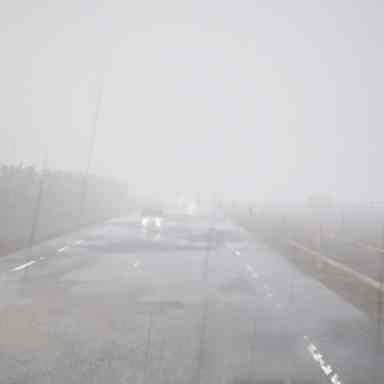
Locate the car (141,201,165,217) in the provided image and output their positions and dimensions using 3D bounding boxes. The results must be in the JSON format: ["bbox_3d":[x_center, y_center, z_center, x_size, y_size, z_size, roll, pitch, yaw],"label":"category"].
[{"bbox_3d":[-3.602,1.577,31.253,1.994,1.385,4.181,0,0,0],"label":"car"}]

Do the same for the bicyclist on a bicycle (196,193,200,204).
[{"bbox_3d":[0.934,1.057,54.370,0.659,1.776,1.843,0,1,0],"label":"bicyclist on a bicycle"}]

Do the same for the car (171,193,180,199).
[{"bbox_3d":[-3.540,0.768,71.644,1.895,1.301,4.718,0,1,0],"label":"car"}]

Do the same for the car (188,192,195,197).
[{"bbox_3d":[-0.052,0.635,94.312,1.837,1.490,4.892,0,1,0],"label":"car"}]

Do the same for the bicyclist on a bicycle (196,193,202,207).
[{"bbox_3d":[0.933,1.262,45.873,0.866,1.612,1.509,0,1,0],"label":"bicyclist on a bicycle"}]

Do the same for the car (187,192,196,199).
[{"bbox_3d":[-0.043,0.867,77.410,2.128,1.511,4.902,0,1,0],"label":"car"}]
